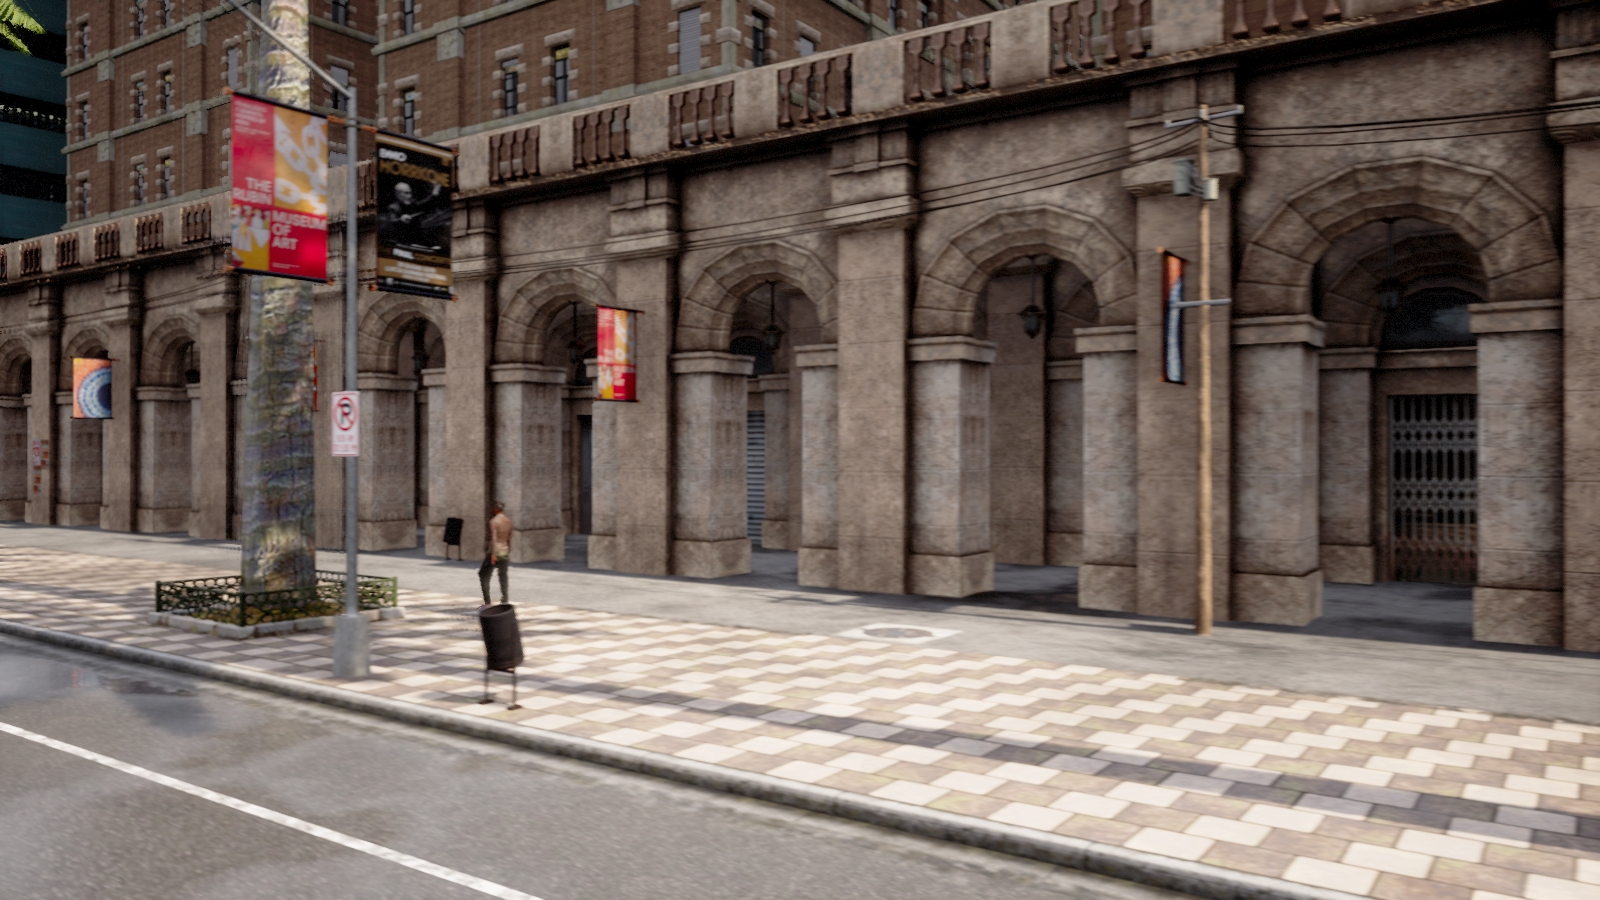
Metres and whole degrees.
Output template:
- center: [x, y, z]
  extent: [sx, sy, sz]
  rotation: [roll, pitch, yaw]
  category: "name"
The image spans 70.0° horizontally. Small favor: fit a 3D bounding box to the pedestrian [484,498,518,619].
- center: [-4.717, 1.696, 18.027]
  extent: [0.375, 1.860, 0.375]
  rotation: [0, 0, 36]
  category: "pedestrian"
